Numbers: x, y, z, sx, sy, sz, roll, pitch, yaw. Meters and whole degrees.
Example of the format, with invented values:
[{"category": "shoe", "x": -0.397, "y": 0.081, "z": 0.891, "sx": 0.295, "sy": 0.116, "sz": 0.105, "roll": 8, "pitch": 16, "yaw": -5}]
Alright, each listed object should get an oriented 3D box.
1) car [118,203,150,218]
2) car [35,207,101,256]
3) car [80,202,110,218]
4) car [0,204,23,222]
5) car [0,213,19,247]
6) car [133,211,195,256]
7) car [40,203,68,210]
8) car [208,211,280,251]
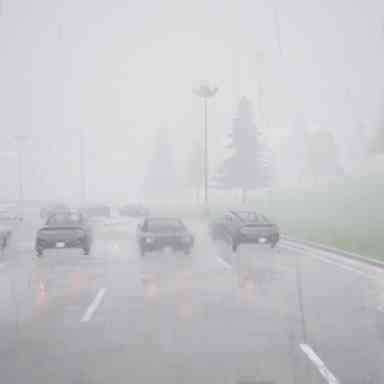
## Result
[{"category": "car", "x": -5.696, "y": 1.751, "z": 32.385, "sx": 1.994, "sy": 1.385, "sz": 4.181, "roll": 0, "pitch": 0, "yaw": -33}, {"category": "car", "x": -5.005, "y": 1.576, "z": 13.554, "sx": 2.128, "sy": 1.511, "sz": 4.902, "roll": 0, "pitch": 0, "yaw": -14}, {"category": "car", "x": -9.413, "y": 1.668, "z": 31.653, "sx": 1.882, "sy": 1.535, "sz": 5.008, "roll": 0, "pitch": 0, "yaw": -34}, {"category": "car", "x": -15.401, "y": 1.709, "z": 27.754, "sx": 1.812, "sy": 1.442, "sz": 4.674, "roll": 0, "pitch": 0, "yaw": -36}, {"category": "car", "x": -8.318, "y": 1.687, "z": 12.487, "sx": 1.895, "sy": 1.301, "sz": 4.718, "roll": 0, "pitch": 0, "yaw": -13}, {"category": "car", "x": -1.266, "y": 1.677, "z": 13.489, "sx": 1.895, "sy": 1.301, "sz": 4.718, "roll": 0, "pitch": 0, "yaw": -12}, {"category": "car", "x": -11.899, "y": 1.673, "z": 28.854, "sx": 2.128, "sy": 1.511, "sz": 4.902, "roll": 0, "pitch": 0, "yaw": -35}, {"category": "car", "x": 2.077, "y": 1.566, "z": 14.550, "sx": 2.128, "sy": 1.511, "sz": 4.902, "roll": 0, "pitch": 0, "yaw": -12}]
